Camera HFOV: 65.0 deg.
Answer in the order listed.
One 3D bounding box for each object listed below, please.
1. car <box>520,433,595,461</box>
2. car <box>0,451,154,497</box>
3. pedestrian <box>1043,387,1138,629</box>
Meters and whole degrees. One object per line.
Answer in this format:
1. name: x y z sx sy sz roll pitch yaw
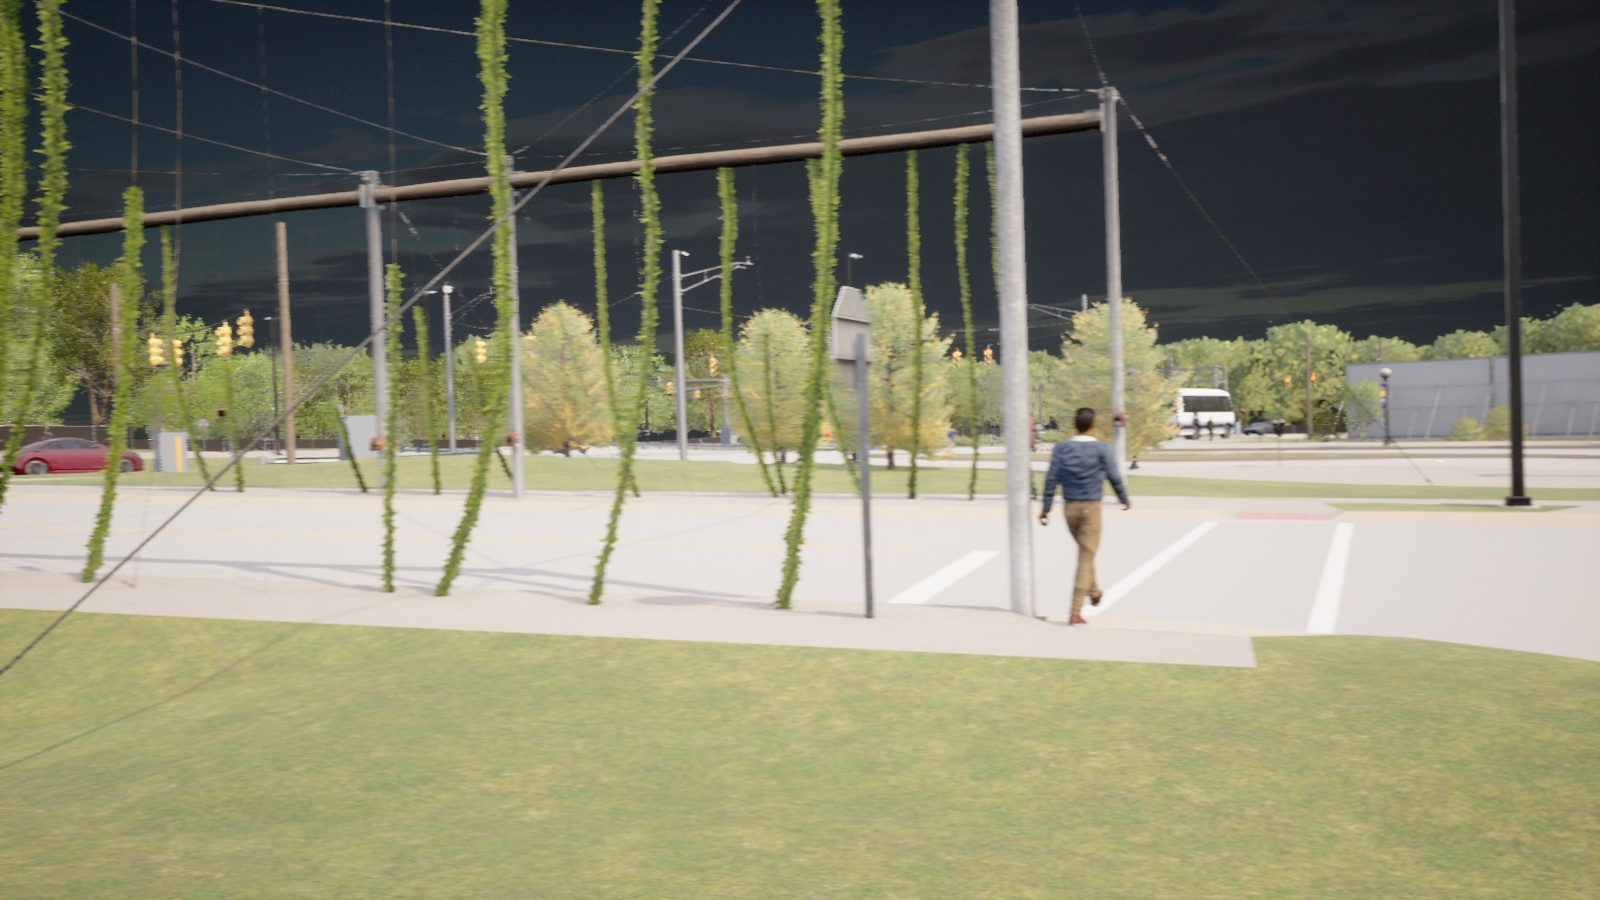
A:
1. car: -15.453 -0.197 79.836 5.366 1.575 1.801 -2 1 42
2. car: -24.627 0.807 42.766 1.994 1.385 4.181 -2 0 43
3. pedestrian: 2.453 0.462 10.553 0.423 1.949 0.788 -2 2 34
